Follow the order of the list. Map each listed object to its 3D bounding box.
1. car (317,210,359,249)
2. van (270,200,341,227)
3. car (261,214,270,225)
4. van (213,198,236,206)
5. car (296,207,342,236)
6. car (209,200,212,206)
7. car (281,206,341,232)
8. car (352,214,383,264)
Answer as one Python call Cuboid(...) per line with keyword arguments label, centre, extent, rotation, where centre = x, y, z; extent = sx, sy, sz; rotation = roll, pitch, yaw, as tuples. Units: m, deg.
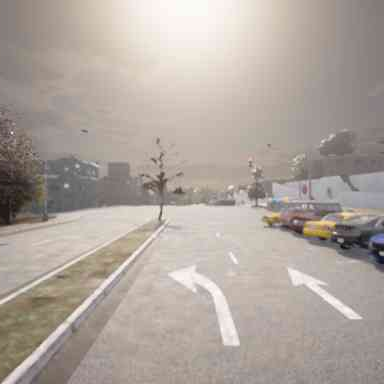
Cuboid(label="car", centre=(8.069, 1.668, 13.815), extent=(4.892, 1.521, 2.231), rotation=(1, -1, -20))
Cuboid(label="van", centre=(7.973, 1.572, 22.722), extent=(4.442, 1.987, 1.878), rotation=(1, -1, -20))
Cuboid(label="car", centre=(7.908, 1.838, 25.677), extent=(5.366, 1.575, 1.946), rotation=(1, -1, -20))
Cuboid(label="van", centre=(7.997, 2.341, 77.985), extent=(4.442, 1.987, 1.878), rotation=(2, -2, -20))
Cuboid(label="car", centre=(8.251, 1.710, 16.862), extent=(5.366, 1.575, 1.946), rotation=(1, -1, -20))
Cuboid(label="car", centre=(7.933, 2.906, 86.881), extent=(5.366, 1.575, 1.946), rotation=(2, -2, -20))
Cuboid(label="car", centre=(8.104, 1.785, 19.791), extent=(4.792, 1.488, 2.163), rotation=(1, -1, -20))
Cuboid(label="car", centre=(8.080, 1.625, 10.830), extent=(5.008, 1.535, 2.097), rotation=(1, -1, -20))
